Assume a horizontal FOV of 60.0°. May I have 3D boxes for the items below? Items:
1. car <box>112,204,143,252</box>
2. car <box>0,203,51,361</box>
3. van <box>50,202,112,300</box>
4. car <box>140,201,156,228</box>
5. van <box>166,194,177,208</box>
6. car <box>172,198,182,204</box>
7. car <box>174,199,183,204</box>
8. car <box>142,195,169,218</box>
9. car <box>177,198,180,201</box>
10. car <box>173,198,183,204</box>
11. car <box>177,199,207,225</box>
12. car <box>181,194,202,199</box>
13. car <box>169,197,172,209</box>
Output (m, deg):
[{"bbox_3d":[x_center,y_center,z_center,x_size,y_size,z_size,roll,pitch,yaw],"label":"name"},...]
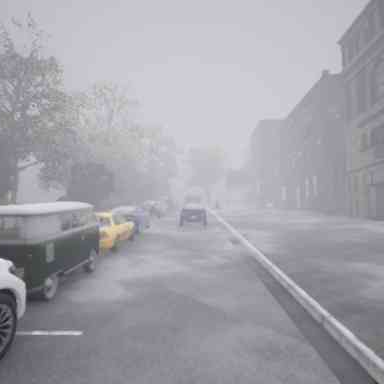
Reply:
[{"bbox_3d":[-3.646,1.498,13.966,1.946,1.575,5.366,0,0,2],"label":"car"},{"bbox_3d":[-3.653,1.232,2.669,2.435,2.045,5.566,0,0,2],"label":"car"},{"bbox_3d":[-3.649,1.266,8.328,1.878,1.987,4.442,0,0,2],"label":"van"},{"bbox_3d":[-3.654,1.511,19.345,2.097,1.535,5.008,0,0,2],"label":"car"},{"bbox_3d":[-3.650,1.350,47.321,1.878,1.987,4.442,0,0,2],"label":"van"},{"bbox_3d":[-3.639,2.219,80.582,2.097,1.535,5.008,1,-2,2],"label":"car"},{"bbox_3d":[-3.650,2.577,91.745,2.163,1.488,4.792,0,-1,2],"label":"car"},{"bbox_3d":[-3.655,1.411,30.461,2.185,1.767,4.553,0,0,2],"label":"car"},{"bbox_3d":[-3.656,1.462,52.743,2.185,1.767,4.553,0,0,2],"label":"car"},{"bbox_3d":[-3.647,2.382,86.141,2.097,1.535,5.008,0,-1,2],"label":"car"},{"bbox_3d":[0.099,1.521,24.744,1.882,1.535,5.008,0,0,0],"label":"car"},{"bbox_3d":[0.100,1.307,42.552,2.150,2.045,5.566,0,0,0],"label":"car"},{"bbox_3d":[-3.654,1.589,36.059,2.002,1.452,4.674,0,0,2],"label":"car"}]
